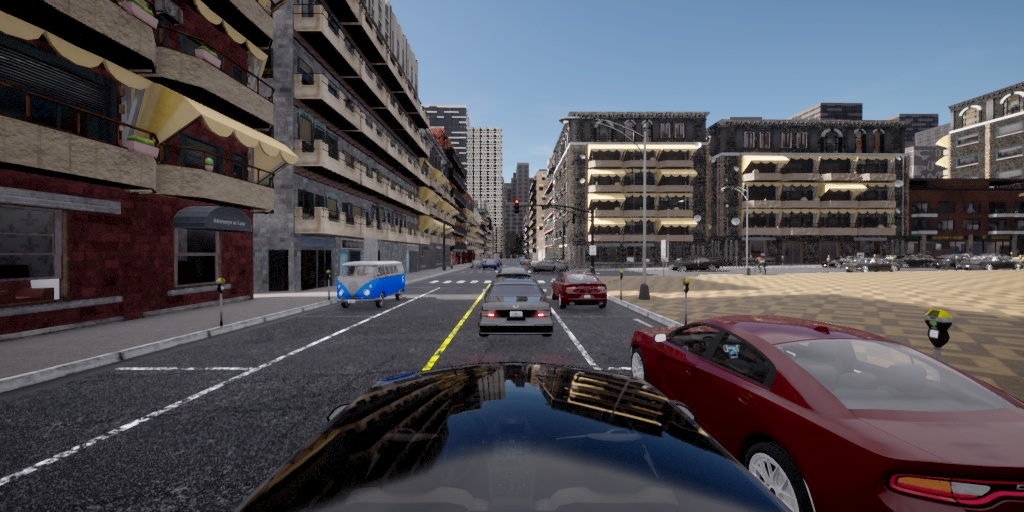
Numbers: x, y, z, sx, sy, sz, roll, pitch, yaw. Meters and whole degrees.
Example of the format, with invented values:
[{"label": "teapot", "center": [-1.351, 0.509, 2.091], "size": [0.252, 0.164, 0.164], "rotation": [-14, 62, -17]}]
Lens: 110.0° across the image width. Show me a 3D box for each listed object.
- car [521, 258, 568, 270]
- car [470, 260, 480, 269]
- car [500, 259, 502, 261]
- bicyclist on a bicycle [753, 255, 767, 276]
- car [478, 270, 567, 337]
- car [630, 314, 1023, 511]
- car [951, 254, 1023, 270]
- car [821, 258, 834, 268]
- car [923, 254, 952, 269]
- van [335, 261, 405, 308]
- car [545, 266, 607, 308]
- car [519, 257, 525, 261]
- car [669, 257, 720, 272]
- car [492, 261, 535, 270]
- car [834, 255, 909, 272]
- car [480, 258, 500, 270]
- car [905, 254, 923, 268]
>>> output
[{"label": "car", "center": [3.869, 1.226, 39.825], "size": [4.902, 1.511, 2.128], "rotation": [-1, 0, 27]}, {"label": "car", "center": [-5.813, 1.321, 58.346], "size": [2.007, 1.370, 4.403], "rotation": [0, 0, 0]}, {"label": "car", "center": [-3.200, 1.126, 62.794], "size": [2.097, 1.767, 4.553], "rotation": [0, 0, 0]}, {"label": "bicyclist on a bicycle", "center": [20.186, 0.771, 29.247], "size": [0.582, 1.620, 1.656], "rotation": [-1, 0, -1]}, {"label": "car", "center": [0.083, 1.297, 10.261], "size": [2.033, 1.411, 5.357], "rotation": [0, 0, 0]}, {"label": "car", "center": [2.685, 1.295, 3.836], "size": [1.888, 1.381, 4.507], "rotation": [0, 0, 0]}, {"label": "car", "center": [43.548, 0.631, 32.581], "size": [4.403, 1.370, 2.007], "rotation": [0, 0, -1]}, {"label": "car", "center": [37.844, 0.666, 40.870], "size": [4.313, 1.339, 1.948], "rotation": [0, 0, -1]}, {"label": "car", "center": [44.309, 0.538, 35.231], "size": [4.902, 1.511, 2.128], "rotation": [-1, 0, 0]}, {"label": "van", "center": [-5.720, 1.091, 14.871], "size": [1.690, 1.789, 3.998], "rotation": [0, 0, 0]}, {"label": "car", "center": [2.661, 1.295, 14.888], "size": [1.888, 1.381, 4.507], "rotation": [0, 0, 0]}, {"label": "car", "center": [2.555, 1.215, 63.887], "size": [1.967, 1.591, 4.097], "rotation": [0, 0, 0]}, {"label": "car", "center": [19.244, 0.891, 37.972], "size": [5.008, 1.535, 1.882], "rotation": [-1, 0, -1]}, {"label": "car", "center": [0.061, 1.229, 20.090], "size": [1.882, 1.535, 5.008], "rotation": [0, 0, 0]}, {"label": "car", "center": [32.412, 0.805, 32.400], "size": [4.403, 1.370, 2.007], "rotation": [0, 0, -1]}, {"label": "car", "center": [-3.201, 1.243, 52.616], "size": [1.882, 1.535, 5.008], "rotation": [0, 0, 0]}, {"label": "car", "center": [42.370, 0.558, 38.309], "size": [4.892, 1.490, 1.837], "rotation": [0, 0, -1]}]
